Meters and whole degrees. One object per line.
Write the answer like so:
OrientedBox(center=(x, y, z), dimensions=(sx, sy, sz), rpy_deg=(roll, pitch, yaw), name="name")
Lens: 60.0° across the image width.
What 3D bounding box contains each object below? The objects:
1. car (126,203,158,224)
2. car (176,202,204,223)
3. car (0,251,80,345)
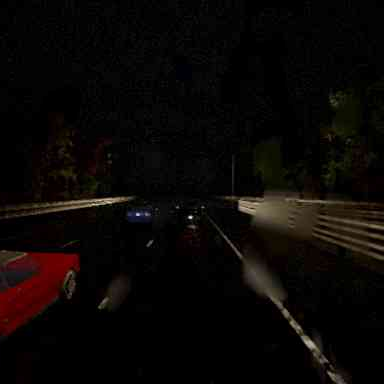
OrientedBox(center=(-3.618, 1.546, 24.541), dimensions=(2.033, 1.411, 5.357), rpy_deg=(0, 0, -1), name="car")
OrientedBox(center=(-0.143, 1.503, 25.663), dimensions=(1.837, 1.490, 4.892), rpy_deg=(0, 0, -1), name="car")
OrientedBox(center=(-3.419, 1.599, 5.361), dimensions=(1.895, 1.301, 4.718), rpy_deg=(0, 0, 0), name="car")
